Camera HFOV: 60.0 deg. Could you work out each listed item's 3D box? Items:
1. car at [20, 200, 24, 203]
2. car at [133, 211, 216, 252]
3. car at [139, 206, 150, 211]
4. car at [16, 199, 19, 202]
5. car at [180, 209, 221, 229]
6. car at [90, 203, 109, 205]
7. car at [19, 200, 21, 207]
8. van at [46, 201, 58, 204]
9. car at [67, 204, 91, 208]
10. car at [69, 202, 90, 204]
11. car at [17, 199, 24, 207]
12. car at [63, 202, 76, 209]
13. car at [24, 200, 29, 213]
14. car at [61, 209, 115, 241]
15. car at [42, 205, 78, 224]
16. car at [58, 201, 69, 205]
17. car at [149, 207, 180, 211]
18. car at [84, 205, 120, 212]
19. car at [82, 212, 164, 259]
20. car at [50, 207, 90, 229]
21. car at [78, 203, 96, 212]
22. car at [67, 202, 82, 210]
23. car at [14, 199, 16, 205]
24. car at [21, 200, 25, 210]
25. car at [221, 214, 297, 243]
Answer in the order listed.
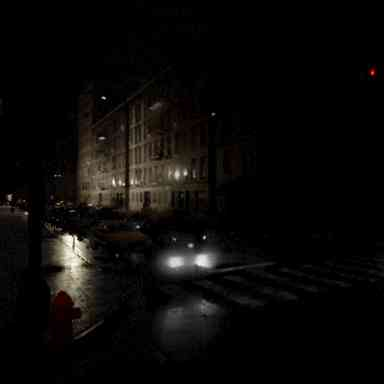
[{"bbox_3d":[-29.998,2.590,61.100,1.752,1.417,4.829,0,-1,-30],"label":"car"},{"bbox_3d":[-1.207,1.850,15.942,2.033,1.411,5.357,0,-1,-26],"label":"car"},{"bbox_3d":[-4.382,2.099,32.489,1.752,1.417,4.829,0,-1,-30],"label":"car"},{"bbox_3d":[-38.146,2.847,75.341,2.008,1.369,4.403,0,-1,-30],"label":"car"},{"bbox_3d":[1.078,1.994,22.946,1.802,1.307,4.206,0,-1,-30],"label":"car"},{"bbox_3d":[-12.361,2.358,46.434,2.008,1.369,4.403,0,-1,-30],"label":"car"},{"bbox_3d":[-32.771,2.727,65.944,1.802,1.307,4.206,0,-1,-30],"label":"car"},{"bbox_3d":[-16.644,2.016,37.763,1.690,1.788,3.998,0,-1,-30],"label":"van"},{"bbox_3d":[-11.218,2.199,33.408,1.895,1.301,4.718,0,-1,-30],"label":"car"},{"bbox_3d":[-15.679,2.328,47.131,1.837,1.490,4.892,0,-1,-30],"label":"car"},{"bbox_3d":[-35.458,2.772,70.643,2.008,1.369,4.403,0,-1,-30],"label":"car"},{"bbox_3d":[-25.800,2.765,69.922,1.947,1.339,4.313,0,-1,-30],"label":"car"},{"bbox_3d":[-24.623,2.433,51.705,1.752,1.417,4.829,0,-1,-30],"label":"car"},{"bbox_3d":[-5.893,1.909,18.970,2.008,1.369,4.403,0,-1,-30],"label":"car"},{"bbox_3d":[-11.268,2.083,28.364,1.947,1.339,4.313,0,-1,-30],"label":"car"},{"bbox_3d":[-20.569,2.529,55.663,1.994,1.385,4.181,0,-1,-30],"label":"car"},{"bbox_3d":[-1.610,2.058,27.644,1.947,1.339,4.313,0,-1,-30],"label":"car"},{"bbox_3d":[-6.139,1.940,24.513,2.128,1.511,4.902,0,-1,-30],"label":"car"},{"bbox_3d":[-3.120,1.801,14.125,1.752,1.417,4.829,0,-1,-30],"label":"car"},{"bbox_3d":[-8.581,2.004,23.667,1.947,1.339,4.313,0,-1,-30],"label":"car"},{"bbox_3d":[-17.737,2.515,55.829,2.008,1.369,4.403,0,-1,-30],"label":"car"},{"bbox_3d":[-23.112,2.687,65.224,1.947,1.339,4.313,0,-1,-30],"label":"car"},{"bbox_3d":[-43.522,2.761,84.739,2.192,1.841,5.009,0,-1,-30],"label":"car"},{"bbox_3d":[-27.395,2.555,56.549,1.947,1.339,4.313,0,-1,-30],"label":"car"},{"bbox_3d":[3.766,1.898,18.249,1.947,1.339,4.313,0,-1,-30],"label":"car"}]
